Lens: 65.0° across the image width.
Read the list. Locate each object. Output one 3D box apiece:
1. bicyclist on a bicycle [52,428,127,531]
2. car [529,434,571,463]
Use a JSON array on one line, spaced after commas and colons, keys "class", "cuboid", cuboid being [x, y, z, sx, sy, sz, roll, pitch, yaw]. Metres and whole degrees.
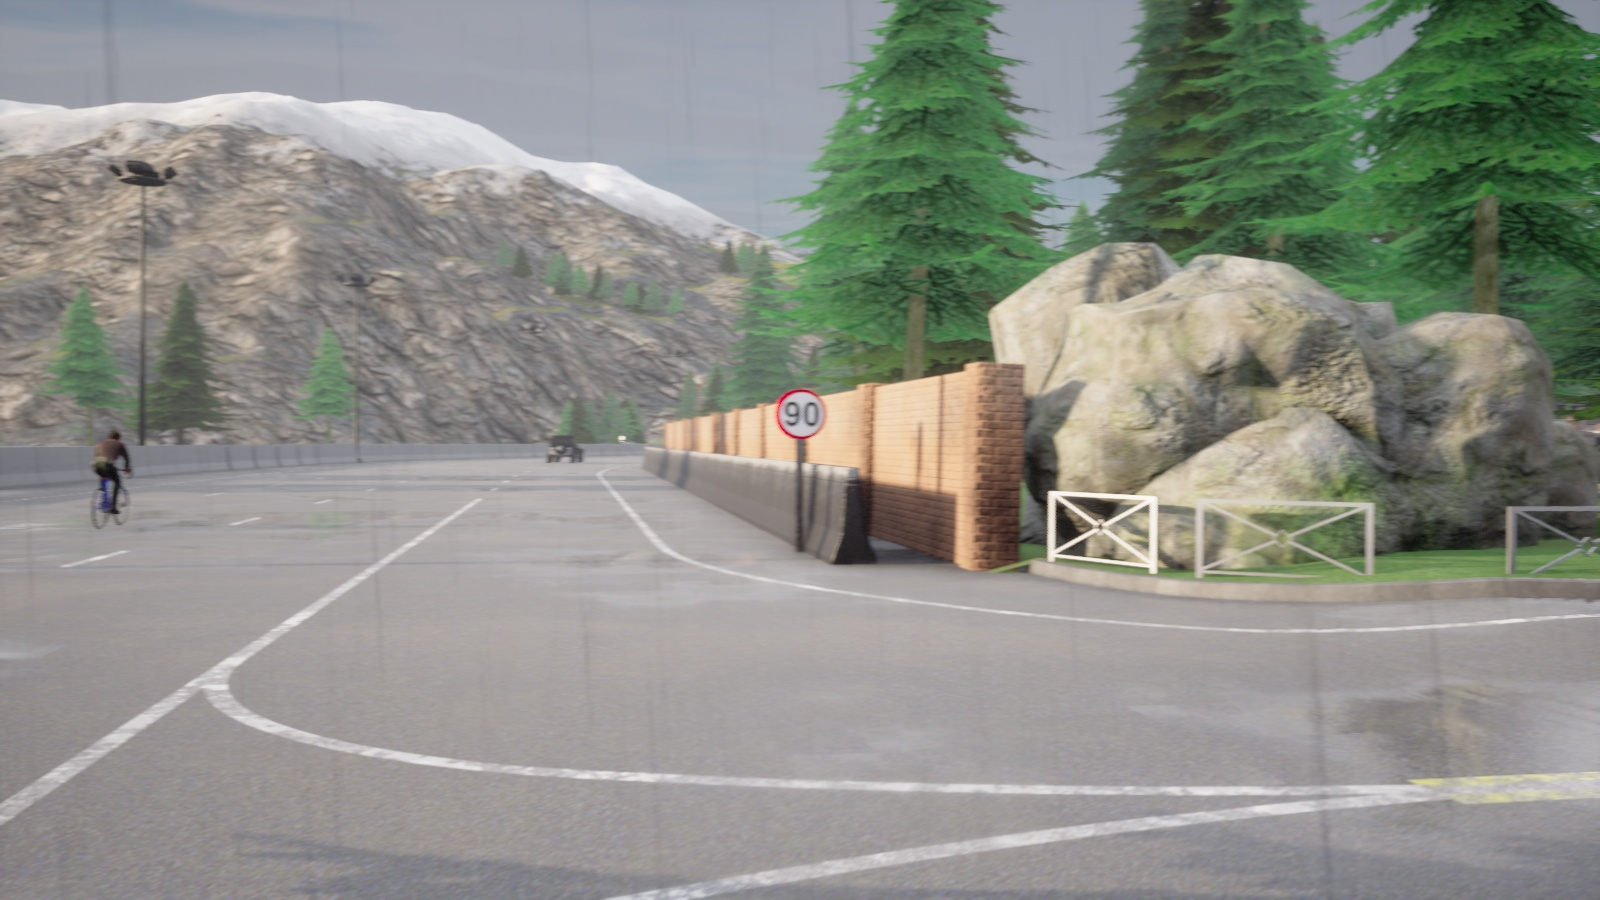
[{"class": "bicyclist on a bicycle", "cuboid": [-11.703, 0.466, 20.725, 0.582, 1.620, 1.656, 0, 0, -11]}, {"class": "car", "cuboid": [-16.646, -0.124, 83.838, 1.905, 1.878, 3.866, 0, 0, 2]}]
